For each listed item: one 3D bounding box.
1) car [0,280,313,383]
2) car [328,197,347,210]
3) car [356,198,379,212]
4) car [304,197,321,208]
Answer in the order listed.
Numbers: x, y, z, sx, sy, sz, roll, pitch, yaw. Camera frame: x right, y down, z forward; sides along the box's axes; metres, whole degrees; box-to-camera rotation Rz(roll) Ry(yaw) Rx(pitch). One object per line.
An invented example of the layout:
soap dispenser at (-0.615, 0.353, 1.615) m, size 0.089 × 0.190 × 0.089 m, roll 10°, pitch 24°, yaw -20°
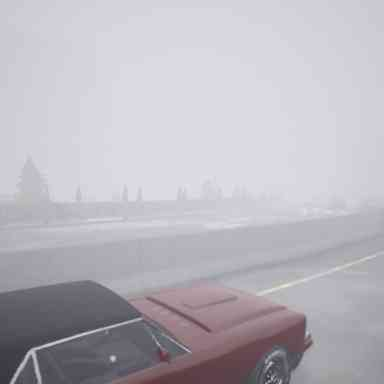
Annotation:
car at (-0.926, 1.607, 3.225) m, size 4.718 × 1.301 × 1.895 m, roll 0°, pitch 0°, yaw -36°
car at (17.919, 1.358, 40.886) m, size 1.882 × 1.535 × 5.008 m, roll 0°, pitch 0°, yaw 28°
car at (18.987, 1.401, 35.728) m, size 1.812 × 1.442 × 4.674 m, roll 0°, pitch 0°, yaw 30°
car at (16.825, 1.410, 46.348) m, size 1.812 × 1.442 × 4.674 m, roll 0°, pitch 0°, yaw 26°
